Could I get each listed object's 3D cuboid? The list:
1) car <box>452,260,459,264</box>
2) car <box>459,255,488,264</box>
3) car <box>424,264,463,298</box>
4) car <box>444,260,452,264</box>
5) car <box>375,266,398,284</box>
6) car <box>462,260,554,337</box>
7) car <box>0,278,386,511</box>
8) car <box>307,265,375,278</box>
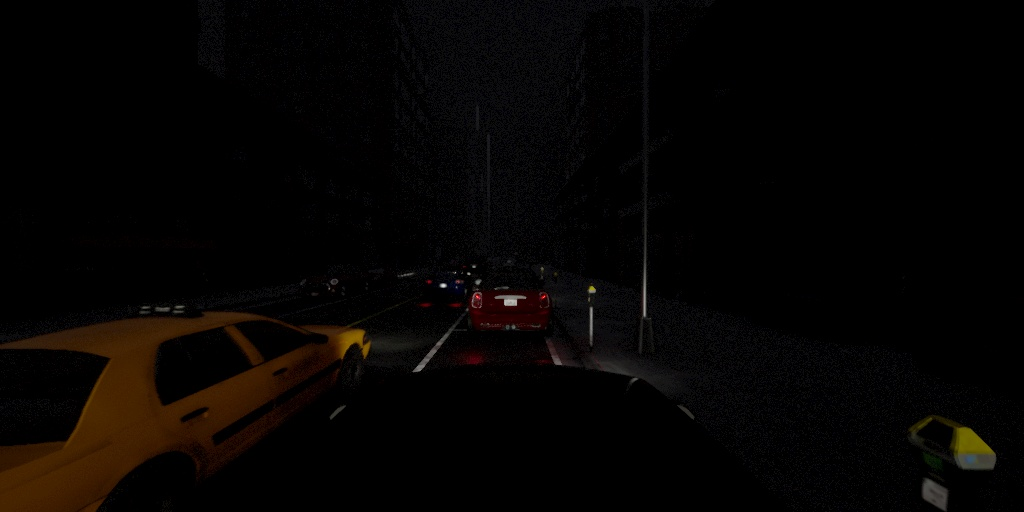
[{"bbox_3d":[-6.172,1.204,46.723,1.882,1.535,5.008,0,0,1],"label":"car"},{"bbox_3d":[-3.136,0.963,32.494,2.150,2.045,5.566,0,0,0],"label":"car"},{"bbox_3d":[-3.125,1.310,18.335,1.994,1.385,4.181,0,0,0],"label":"car"},{"bbox_3d":[-8.814,1.267,51.546,1.888,1.381,4.507,0,0,0],"label":"car"},{"bbox_3d":[-8.815,1.325,23.617,1.802,1.307,4.207,0,0,0],"label":"car"},{"bbox_3d":[-0.033,1.100,10.472,2.097,1.767,4.553,0,0,0],"label":"car"},{"bbox_3d":[-3.146,1.205,3.557,1.801,1.575,5.366,0,0,0],"label":"car"},{"bbox_3d":[-8.815,1.185,18.031,1.967,1.591,4.097,0,0,0],"label":"car"}]
